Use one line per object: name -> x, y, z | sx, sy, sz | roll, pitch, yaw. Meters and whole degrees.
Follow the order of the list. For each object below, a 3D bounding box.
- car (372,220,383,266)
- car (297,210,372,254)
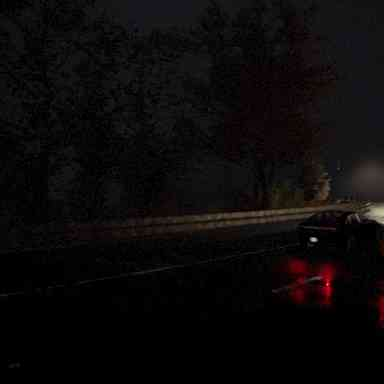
car -> 7.714, 1.364, 10.401 | 4.553, 1.767, 2.097 | 0, 0, -42
car -> 6.213, 1.516, 13.757 | 4.902, 1.511, 2.128 | 0, 0, -43
